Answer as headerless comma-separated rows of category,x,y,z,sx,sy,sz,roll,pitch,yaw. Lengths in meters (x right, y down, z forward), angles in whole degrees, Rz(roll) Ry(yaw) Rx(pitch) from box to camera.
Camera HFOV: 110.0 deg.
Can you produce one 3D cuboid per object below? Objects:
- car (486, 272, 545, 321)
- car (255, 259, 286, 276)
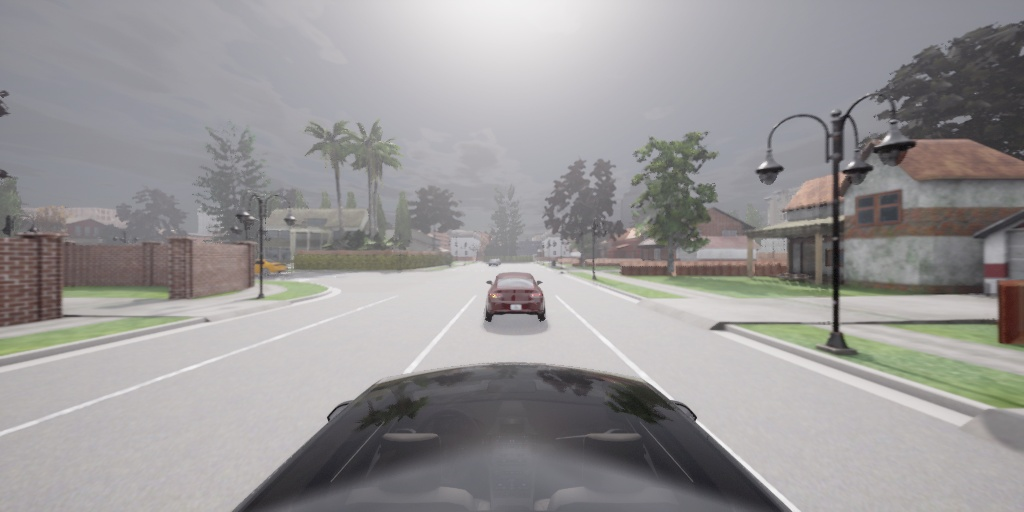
car,0.081,1.276,12.393,1.812,1.442,4.674,0,0,-1
car,-24.466,1.048,34.434,5.008,1.535,1.882,0,0,1
